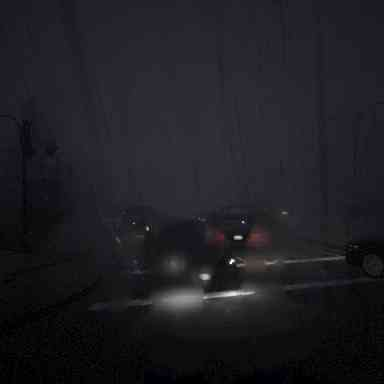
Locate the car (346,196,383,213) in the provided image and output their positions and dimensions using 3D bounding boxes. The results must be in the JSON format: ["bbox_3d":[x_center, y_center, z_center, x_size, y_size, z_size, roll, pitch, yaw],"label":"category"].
[{"bbox_3d":[15.568,1.356,29.241,1.970,1.475,3.806,0,0,-17],"label":"car"}]

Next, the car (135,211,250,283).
[{"bbox_3d":[-0.369,1.543,10.128,2.033,1.411,5.357,0,0,-15],"label":"car"}]

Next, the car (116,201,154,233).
[{"bbox_3d":[-3.116,1.529,19.958,2.033,1.411,5.357,0,0,-17],"label":"car"}]

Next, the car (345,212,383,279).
[{"bbox_3d":[6.536,1.475,8.267,5.008,1.535,1.882,0,0,39],"label":"car"}]

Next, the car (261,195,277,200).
[{"bbox_3d":[10.294,1.277,47.147,2.152,1.636,5.027,0,0,-17],"label":"car"}]

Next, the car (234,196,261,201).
[{"bbox_3d":[7.307,1.287,46.187,2.007,1.523,4.514,0,0,-17],"label":"car"}]

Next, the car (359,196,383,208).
[{"bbox_3d":[23.857,1.273,43.239,1.845,1.501,3.633,0,0,-17],"label":"car"}]

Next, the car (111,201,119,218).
[{"bbox_3d":[-6.290,1.515,30.106,2.033,1.411,5.357,0,0,-17],"label":"car"}]

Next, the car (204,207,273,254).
[{"bbox_3d":[1.347,1.538,13.410,2.033,1.411,5.357,0,0,-4],"label":"car"}]

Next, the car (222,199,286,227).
[{"bbox_3d":[2.834,1.466,19.917,5.357,1.411,2.033,-3,1,-15],"label":"car"}]
